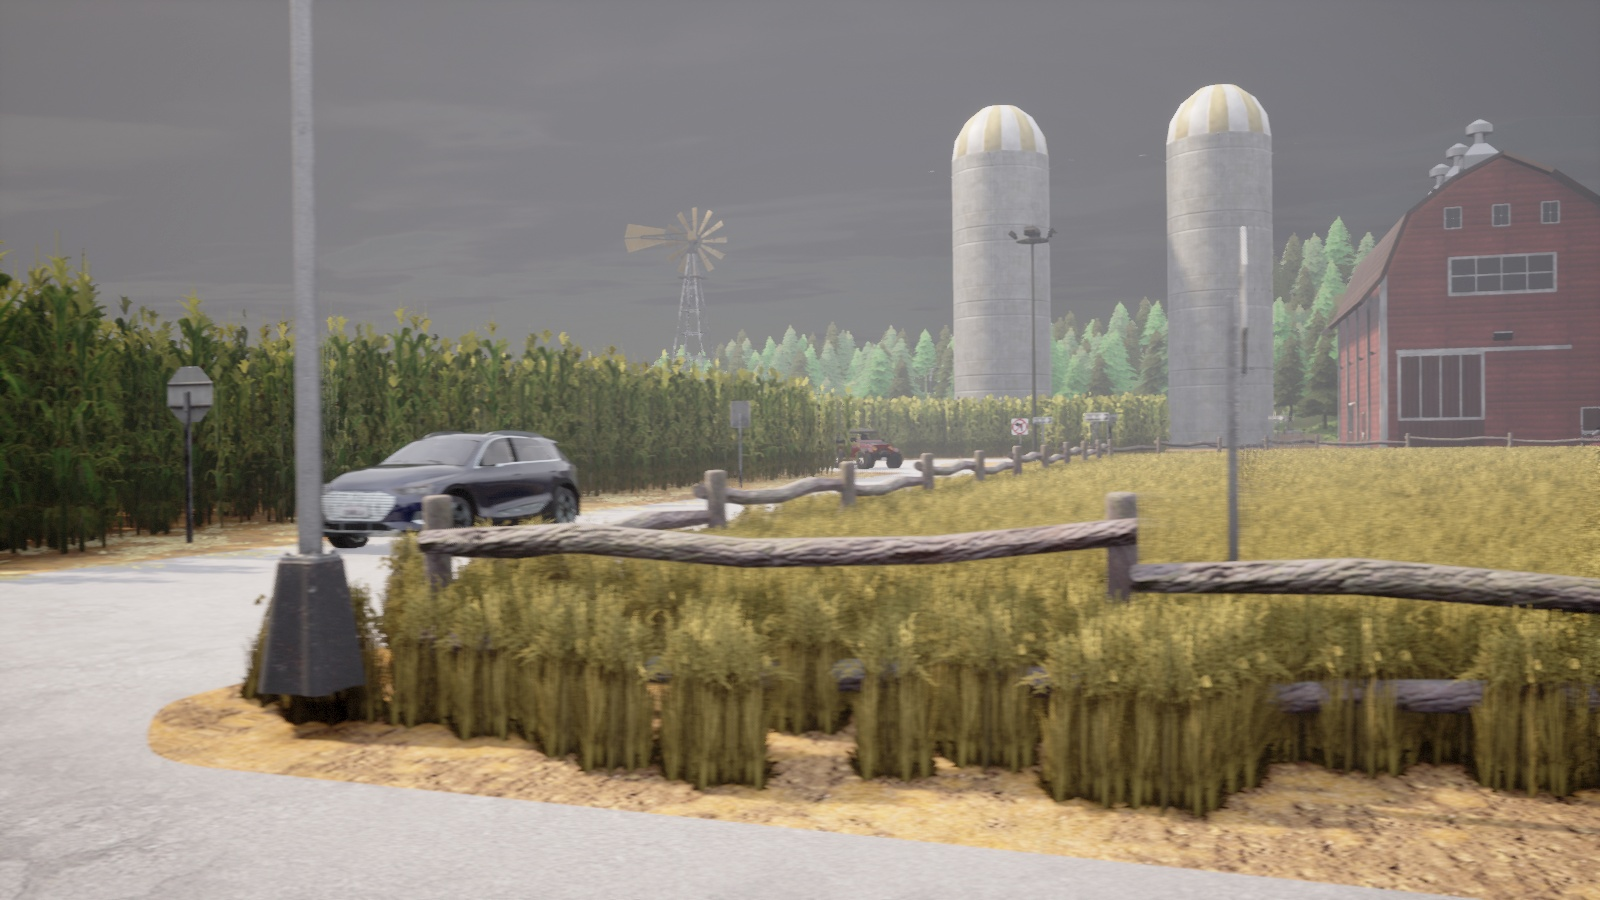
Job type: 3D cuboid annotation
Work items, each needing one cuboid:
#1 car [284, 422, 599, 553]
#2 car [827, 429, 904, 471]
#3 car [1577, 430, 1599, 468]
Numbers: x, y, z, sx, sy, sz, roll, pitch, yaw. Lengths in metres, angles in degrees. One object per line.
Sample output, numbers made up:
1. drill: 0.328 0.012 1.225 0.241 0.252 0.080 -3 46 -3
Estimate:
1. car: -5.019 0.484 18.446 2.033 1.649 4.856 0 0 19
2. car: 3.010 -0.043 58.387 1.905 1.878 3.866 -1 1 -27
3. car: 37.095 -0.046 54.958 4.856 1.649 2.033 0 1 15
